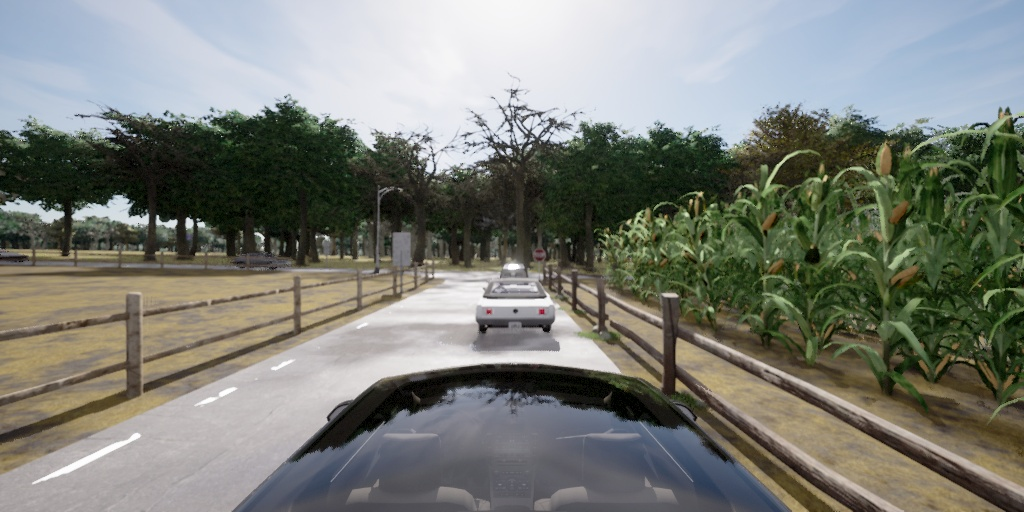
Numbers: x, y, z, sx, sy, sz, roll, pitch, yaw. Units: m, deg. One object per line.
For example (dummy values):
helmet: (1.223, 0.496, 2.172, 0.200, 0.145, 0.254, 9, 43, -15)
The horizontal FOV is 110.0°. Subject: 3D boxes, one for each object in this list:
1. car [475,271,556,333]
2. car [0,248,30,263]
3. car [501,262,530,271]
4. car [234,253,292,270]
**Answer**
car: (0.062, 1.290, 10.478, 1.895, 1.301, 4.718, 0, 0, 0)
car: (-48.786, -0.054, 33.612, 5.357, 1.411, 2.033, 1, 0, 0)
car: (0.203, 1.140, 24.657, 2.033, 1.411, 5.357, 0, 0, 3)
car: (-23.255, 0.501, 33.597, 4.902, 1.511, 2.128, 1, 0, 0)
